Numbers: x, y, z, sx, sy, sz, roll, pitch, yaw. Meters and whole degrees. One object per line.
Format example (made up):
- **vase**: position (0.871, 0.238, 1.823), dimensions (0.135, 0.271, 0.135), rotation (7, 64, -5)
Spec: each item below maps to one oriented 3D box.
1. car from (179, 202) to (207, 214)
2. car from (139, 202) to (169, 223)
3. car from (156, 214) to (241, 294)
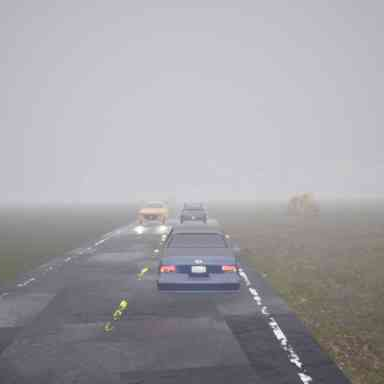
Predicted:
- **car**: position (0.100, 1.498, 24.427), dimensions (2.128, 1.511, 4.902), rotation (0, 0, 0)
- **car**: position (-2.812, 1.480, 25.286), dimensions (1.882, 1.535, 5.008), rotation (0, 0, 0)
- **car**: position (0.113, 1.549, 8.962), dimensions (2.033, 1.411, 5.357), rotation (0, 0, 0)
